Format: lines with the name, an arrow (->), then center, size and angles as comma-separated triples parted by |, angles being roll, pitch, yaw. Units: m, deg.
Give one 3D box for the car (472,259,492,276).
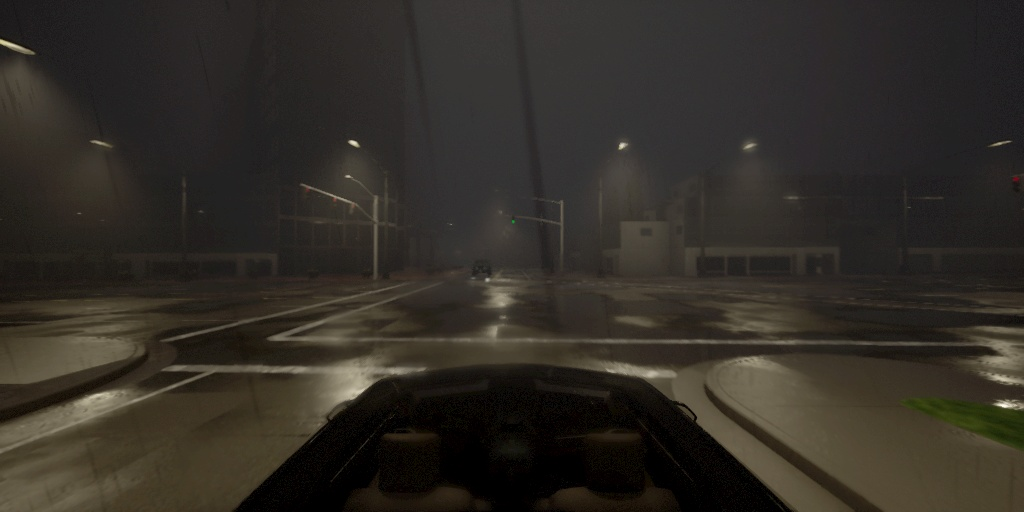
car -> -3.576, 1.343, 43.383 | 2.150, 2.045, 5.566 | 0, 0, 0
